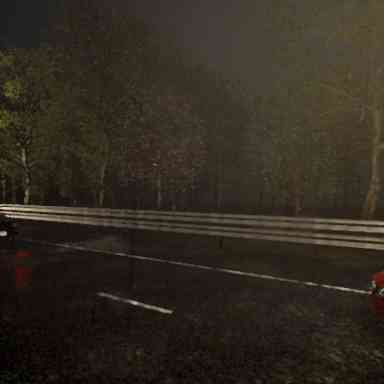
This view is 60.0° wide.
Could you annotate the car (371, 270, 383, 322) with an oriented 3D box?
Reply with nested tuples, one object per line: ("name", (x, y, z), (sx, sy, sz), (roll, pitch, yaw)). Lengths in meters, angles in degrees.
("car", (5.136, 1.535, 4.629), (4.674, 1.442, 1.812), (0, 0, 35))

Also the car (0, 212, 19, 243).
("car", (-9.567, 1.524, 14.888), (4.674, 1.442, 1.812), (0, 0, 35))
